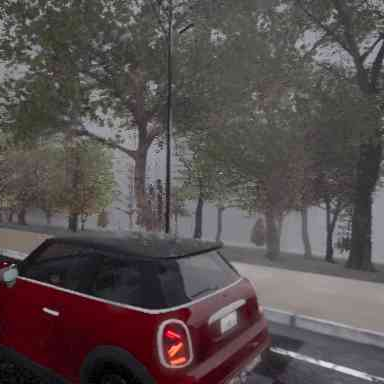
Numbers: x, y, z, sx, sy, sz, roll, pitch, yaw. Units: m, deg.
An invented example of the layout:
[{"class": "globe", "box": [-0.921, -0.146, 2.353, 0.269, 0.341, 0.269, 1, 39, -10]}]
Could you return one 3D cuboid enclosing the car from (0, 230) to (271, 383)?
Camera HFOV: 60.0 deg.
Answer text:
[{"class": "car", "box": [-1.343, 1.322, 4.635, 4.553, 1.767, 2.097, 1, 0, 36]}]
